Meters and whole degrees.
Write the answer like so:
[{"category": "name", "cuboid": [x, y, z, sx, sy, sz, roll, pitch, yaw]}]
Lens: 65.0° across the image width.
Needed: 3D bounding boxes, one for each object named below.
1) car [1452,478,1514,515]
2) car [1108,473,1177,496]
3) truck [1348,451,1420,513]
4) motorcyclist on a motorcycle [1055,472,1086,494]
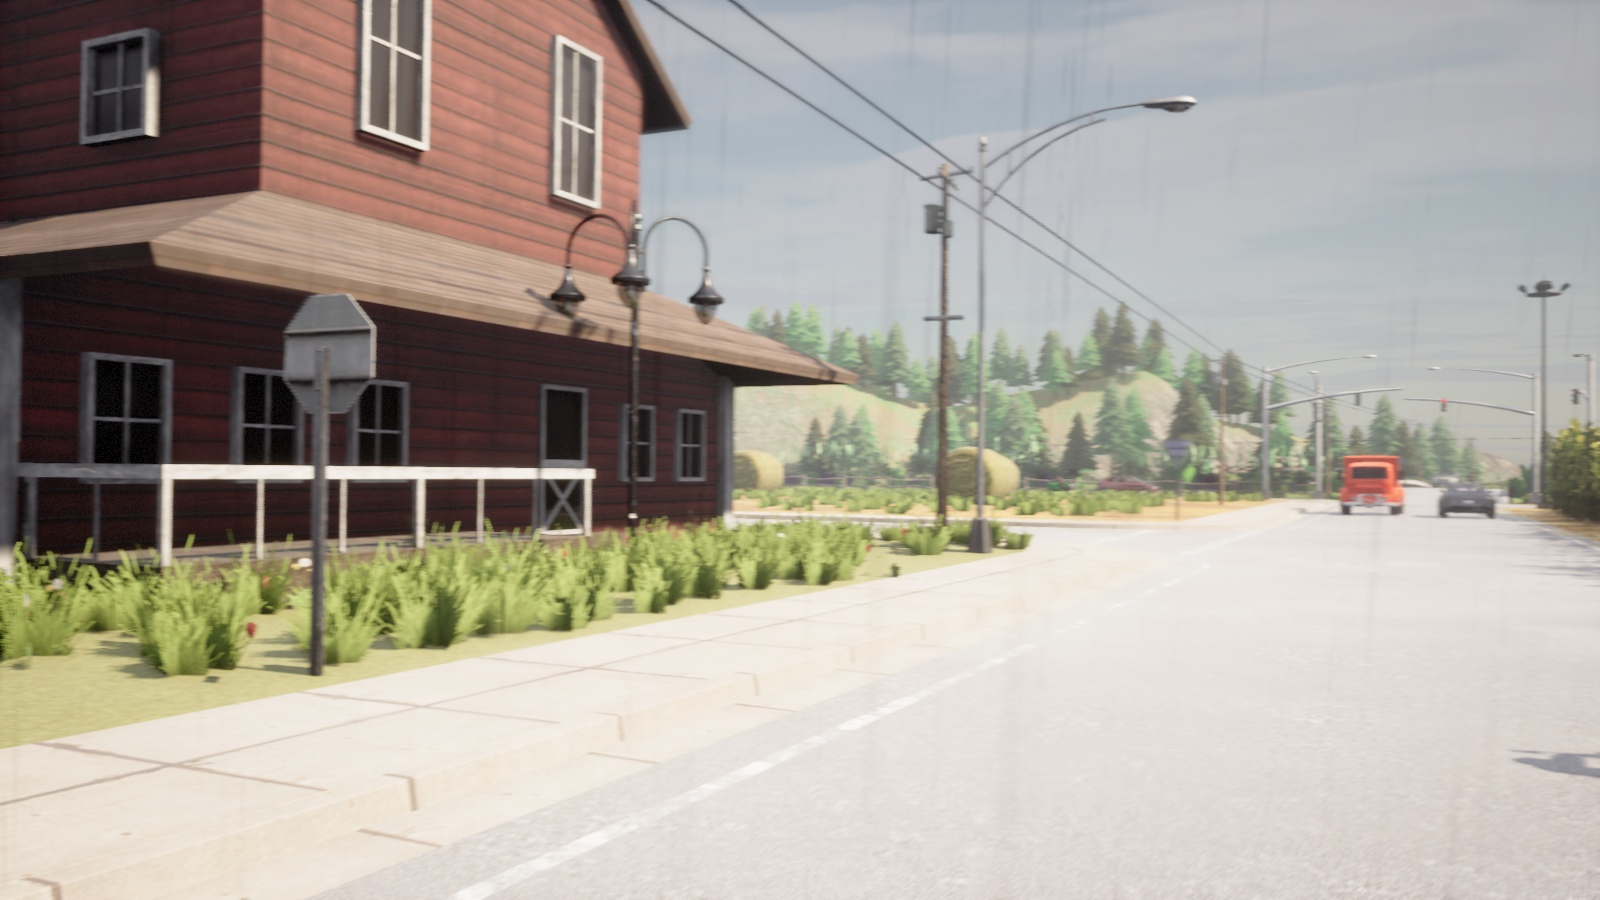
[{"category": "car", "cuboid": [27.205, 1.820, 50.140, 1.994, 1.385, 4.181, 0, -1, 26]}, {"category": "car", "cuboid": [22.965, 2.316, 84.203, 4.193, 1.474, 1.816, 0, -1, 29]}, {"category": "truck", "cuboid": [24.670, 1.312, 52.911, 2.627, 2.467, 5.204, 0, -1, 26]}, {"category": "motorcyclist on a motorcycle", "cuboid": [19.420, 2.380, 90.205, 2.044, 1.523, 0.797, 0, -1, 29]}]
